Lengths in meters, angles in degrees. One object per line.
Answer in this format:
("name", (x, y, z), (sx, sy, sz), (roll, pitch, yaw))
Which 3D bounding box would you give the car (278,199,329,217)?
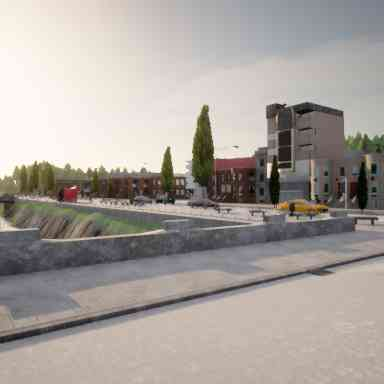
("car", (10.474, 1.478, 31.462), (1.882, 1.535, 5.008), (0, 0, -35))

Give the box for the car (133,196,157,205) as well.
("car", (-8.564, 1.515, 58.387), (1.837, 1.490, 4.892), (0, 0, -35))

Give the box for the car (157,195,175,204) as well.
("car", (-5.044, 1.352, 60.515), (2.097, 1.767, 4.553), (0, 0, -36))

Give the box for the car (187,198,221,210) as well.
("car", (1.469, 1.548, 44.129), (2.033, 1.411, 5.357), (0, 0, -35))

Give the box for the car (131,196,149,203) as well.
("car", (-10.772, 1.526, 68.555), (1.812, 1.442, 4.674), (0, 0, -36))

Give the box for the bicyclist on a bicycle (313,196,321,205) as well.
("bicyclist on a bicycle", (14.931, 1.349, 39.684), (1.656, 1.620, 0.582), (0, 0, -35))
